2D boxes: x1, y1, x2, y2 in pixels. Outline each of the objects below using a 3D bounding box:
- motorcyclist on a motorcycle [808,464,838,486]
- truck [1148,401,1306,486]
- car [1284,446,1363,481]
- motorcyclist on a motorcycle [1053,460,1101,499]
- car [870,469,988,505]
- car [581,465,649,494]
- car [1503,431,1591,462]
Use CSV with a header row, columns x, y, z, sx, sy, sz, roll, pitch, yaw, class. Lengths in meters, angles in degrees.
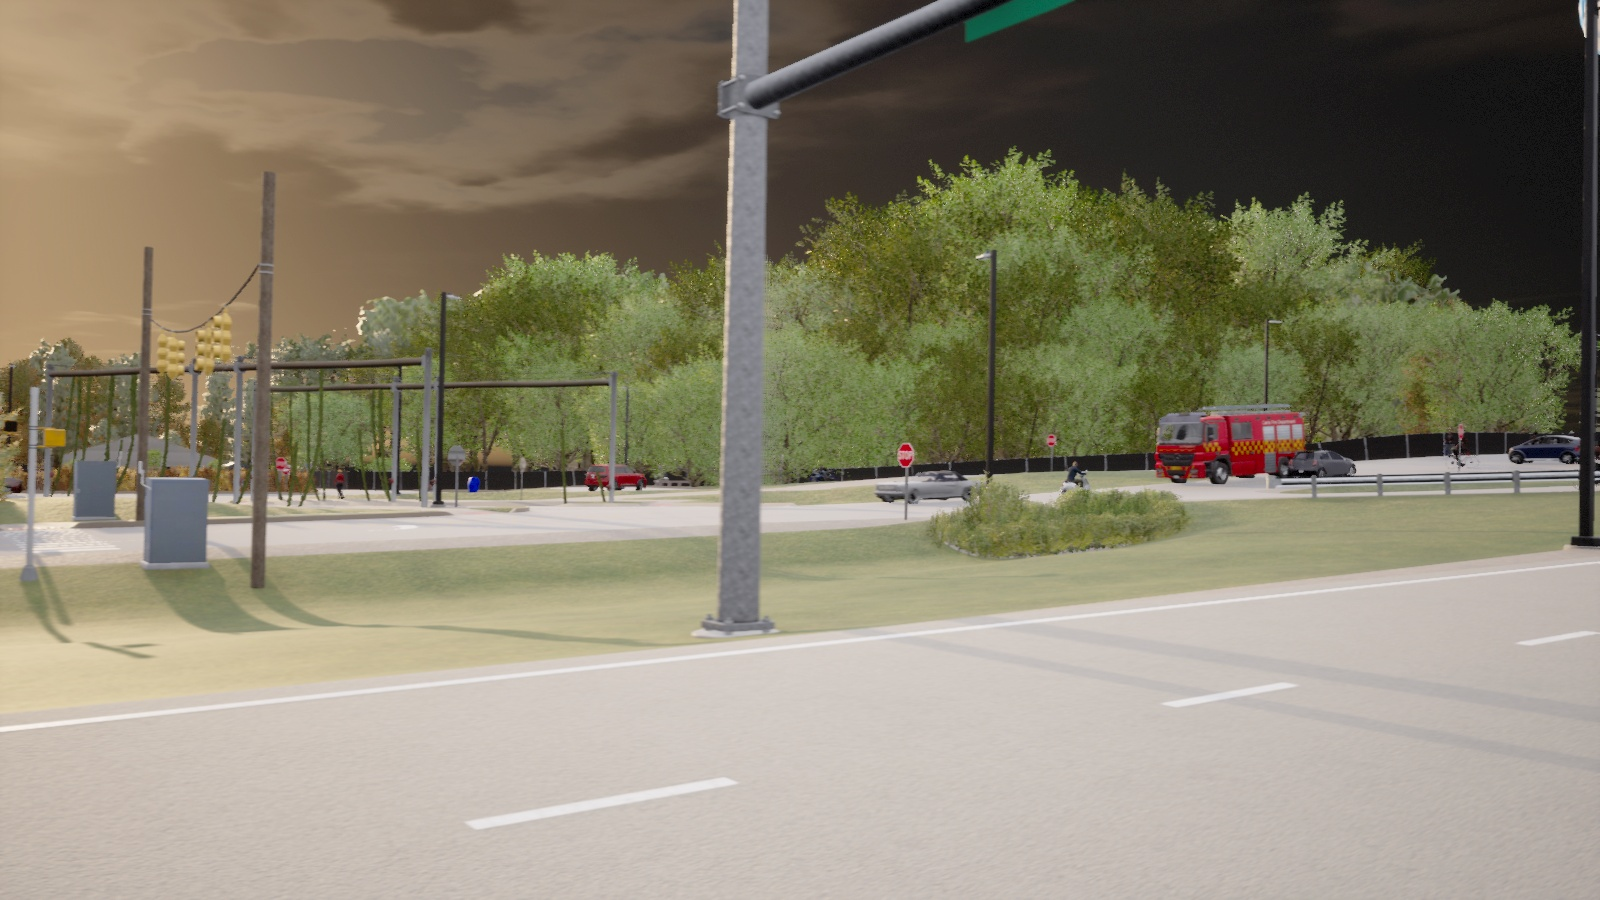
x,y,z,sx,sy,sz,roll,pitch,yaw,class
1.783,1.965,97.870,2.191,1.530,0.866,-4,-1,6,motorcyclist on a motorcycle
21.649,-0.394,63.455,8.468,3.827,2.891,-3,2,-34,truck
25.933,0.643,62.175,3.633,1.501,1.845,-3,2,-34,car
11.588,1.225,52.472,1.817,1.590,0.866,-1,-2,-30,motorcyclist on a motorcycle
5.395,1.526,52.290,4.718,1.301,1.895,-1,0,-32,car
-13.890,2.168,94.757,2.150,2.045,5.566,0,0,29,car
40.415,-0.172,67.975,1.789,1.549,3.705,-3,2,-40,car
